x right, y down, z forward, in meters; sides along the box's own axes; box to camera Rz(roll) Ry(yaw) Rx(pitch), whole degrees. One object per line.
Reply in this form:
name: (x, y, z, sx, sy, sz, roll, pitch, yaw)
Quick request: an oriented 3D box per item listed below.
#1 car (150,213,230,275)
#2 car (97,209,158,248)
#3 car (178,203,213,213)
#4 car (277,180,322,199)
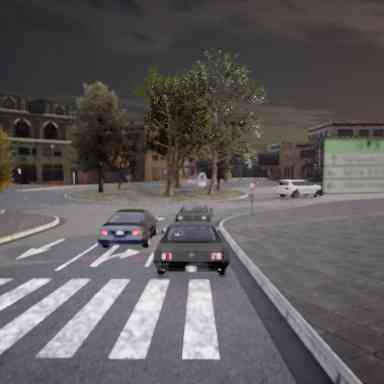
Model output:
car: (-0.029, 1.564, 10.309, 1.895, 1.301, 4.718, 0, 1, -1)
car: (-2.569, 1.437, 14.392, 2.033, 1.411, 5.357, 0, 2, 0)
car: (0.276, 1.302, 19.750, 1.895, 1.301, 4.718, 0, 3, 7)
car: (12.192, -0.372, 37.432, 5.566, 2.045, 2.150, -2, 5, -23)
